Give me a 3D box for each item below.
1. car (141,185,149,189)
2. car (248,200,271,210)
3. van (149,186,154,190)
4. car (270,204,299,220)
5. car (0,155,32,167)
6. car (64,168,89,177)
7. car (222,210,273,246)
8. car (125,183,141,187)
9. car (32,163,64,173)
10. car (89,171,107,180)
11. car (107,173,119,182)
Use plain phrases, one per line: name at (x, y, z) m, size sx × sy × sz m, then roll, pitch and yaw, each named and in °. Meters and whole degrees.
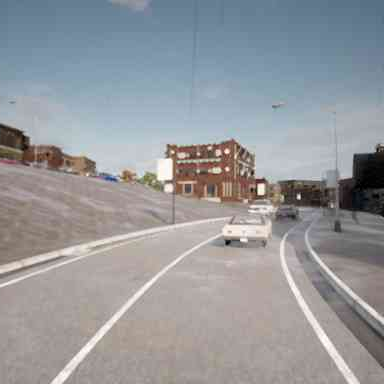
car at (-11.607, -0.724, 72.225) m, size 2.002 × 1.452 × 4.674 m, roll 0°, pitch -4°, yaw 8°
car at (8.222, 1.942, 39.625) m, size 2.150 × 2.045 × 5.566 m, roll -1°, pitch -2°, yaw 23°
van at (-10.882, -0.574, 77.854) m, size 1.878 × 1.987 × 4.442 m, roll 0°, pitch -4°, yaw 7°
car at (9.526, 2.008, 33.163) m, size 2.128 × 1.511 × 4.902 m, roll -1°, pitch -2°, yaw 22°
car at (-19.468, -2.970, 34.358) m, size 2.163 × 1.488 × 4.792 m, roll 0°, pitch -3°, yaw 16°
car at (-16.680, -2.460, 44.925) m, size 2.231 × 1.521 × 4.892 m, roll 0°, pitch -3°, yaw 14°
car at (2.788, 1.731, 15.955) m, size 1.895 × 1.301 × 4.718 m, roll 0°, pitch -1°, yaw 16°
car at (-12.396, -1.107, 66.752) m, size 2.002 × 1.452 × 4.674 m, roll 0°, pitch -4°, yaw 9°
car at (-18.005, -2.689, 39.673) m, size 2.002 × 1.452 × 4.674 m, roll 0°, pitch -3°, yaw 15°
car at (-15.425, -2.288, 50.418) m, size 2.185 × 1.767 × 4.553 m, roll 0°, pitch -3°, yaw 13°
car at (-14.276, -2.095, 55.908) m, size 2.435 × 2.045 × 5.566 m, roll 0°, pitch -3°, yaw 12°
